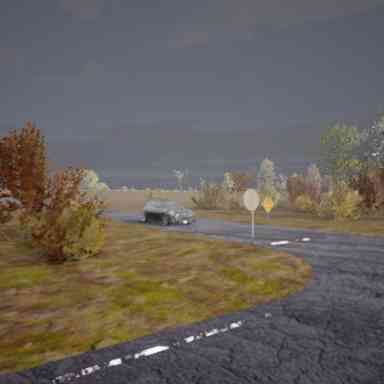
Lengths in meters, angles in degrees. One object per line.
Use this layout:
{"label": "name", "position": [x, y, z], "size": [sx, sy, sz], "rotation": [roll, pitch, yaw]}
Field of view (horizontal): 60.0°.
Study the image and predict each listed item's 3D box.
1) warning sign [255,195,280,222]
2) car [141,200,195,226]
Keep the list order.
{"label": "warning sign", "position": [5.289, 1.117, 23.268], "size": [1.300, 1.860, 1.060], "rotation": [0, 0, -36]}
{"label": "car", "position": [-1.732, 1.346, 23.189], "size": [2.097, 1.767, 4.553], "rotation": [0, 0, -36]}
